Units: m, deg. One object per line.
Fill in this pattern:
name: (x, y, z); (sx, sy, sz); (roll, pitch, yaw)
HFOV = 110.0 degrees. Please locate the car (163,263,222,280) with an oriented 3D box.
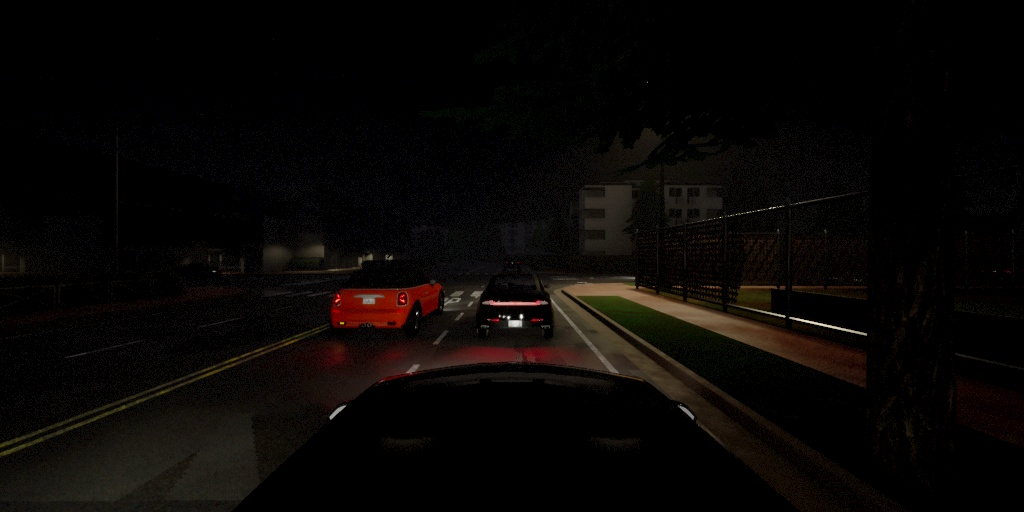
car: (-27.753, 1.313, 31.017); (4.181, 1.385, 1.994); (0, 0, 0)

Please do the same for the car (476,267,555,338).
car: (0.088, 1.241, 10.132); (2.128, 1.511, 4.902); (0, 0, 0)

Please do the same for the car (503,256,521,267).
car: (0.016, 0.970, 48.078); (2.150, 2.045, 5.566); (0, 0, 0)

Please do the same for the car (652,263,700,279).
car: (14.455, 1.296, 31.918); (4.181, 1.385, 1.994); (0, 0, 0)

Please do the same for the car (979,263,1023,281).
car: (40.889, 1.273, 29.407); (5.357, 1.411, 2.033); (0, 0, -19)

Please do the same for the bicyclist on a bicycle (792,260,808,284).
bicyclist on a bicycle: (18.301, 1.036, 22.965); (0.582, 1.620, 1.656); (0, 0, 0)

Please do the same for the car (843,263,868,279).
car: (32.285, 1.253, 31.931); (4.892, 1.490, 1.837); (0, 0, 0)

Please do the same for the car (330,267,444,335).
car: (-3.408, 1.102, 10.692); (2.097, 1.767, 4.553); (0, 0, 0)
